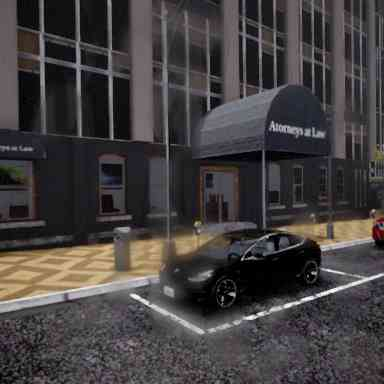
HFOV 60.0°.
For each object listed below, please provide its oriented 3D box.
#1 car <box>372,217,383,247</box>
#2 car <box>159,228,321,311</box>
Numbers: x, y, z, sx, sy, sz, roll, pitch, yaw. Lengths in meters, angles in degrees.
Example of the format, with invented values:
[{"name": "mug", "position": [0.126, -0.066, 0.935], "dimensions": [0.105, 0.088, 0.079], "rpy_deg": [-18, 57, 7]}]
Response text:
[{"name": "car", "position": [9.571, 1.306, 13.973], "dimensions": [5.009, 1.841, 2.192], "rpy_deg": [0, -1, -37]}, {"name": "car", "position": [1.290, 1.563, 7.777], "dimensions": [4.313, 1.339, 1.947], "rpy_deg": [0, -1, -37]}]
